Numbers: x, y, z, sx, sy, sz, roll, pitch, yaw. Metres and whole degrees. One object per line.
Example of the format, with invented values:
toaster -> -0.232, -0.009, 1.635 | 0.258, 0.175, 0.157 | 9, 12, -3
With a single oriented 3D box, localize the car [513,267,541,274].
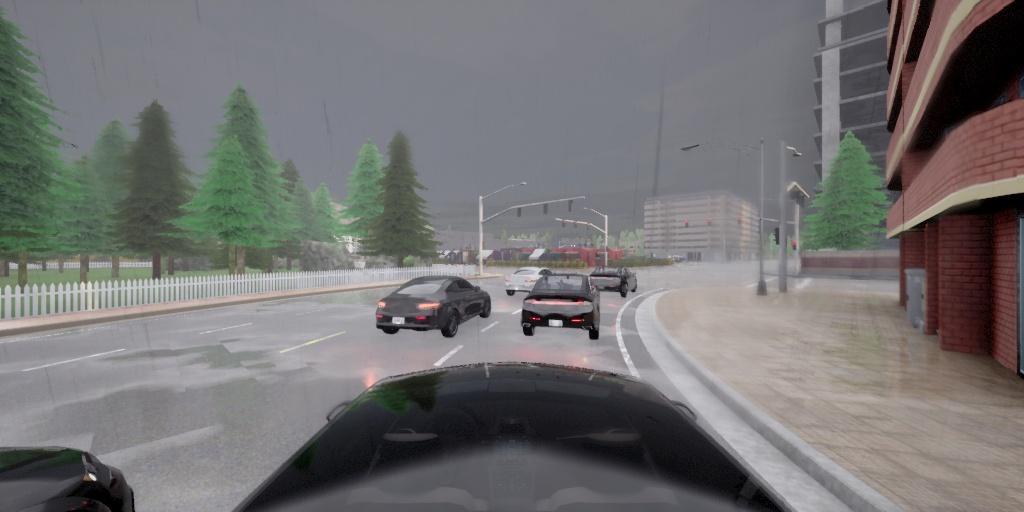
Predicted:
car -> 1.227, 1.276, 18.757 | 1.812, 1.442, 4.674 | 0, 0, 26

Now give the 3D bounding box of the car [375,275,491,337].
car -> -2.007, 1.276, 10.252 | 1.812, 1.442, 4.674 | 0, 0, 13

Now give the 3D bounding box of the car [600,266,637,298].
car -> 5.304, 1.241, 18.753 | 2.128, 1.511, 4.902 | 0, 0, 28

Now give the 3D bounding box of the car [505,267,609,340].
car -> 1.540, 1.242, 10.128 | 2.128, 1.511, 4.902 | 0, 0, 14

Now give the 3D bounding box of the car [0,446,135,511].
car -> -3.170, 1.314, 0.344 | 1.994, 1.385, 4.181 | 0, 0, -2
